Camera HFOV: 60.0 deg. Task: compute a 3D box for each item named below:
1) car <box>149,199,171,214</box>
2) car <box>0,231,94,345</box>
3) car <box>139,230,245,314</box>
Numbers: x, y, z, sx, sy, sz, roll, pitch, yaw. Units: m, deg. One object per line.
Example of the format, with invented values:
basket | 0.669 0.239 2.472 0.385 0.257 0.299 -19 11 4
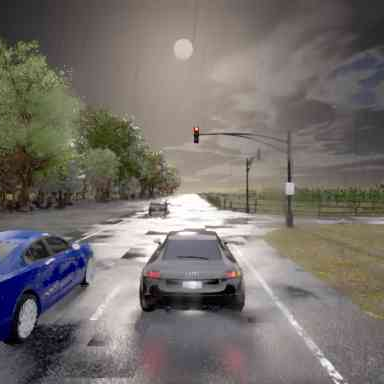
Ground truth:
car | -3.354 1.499 34.657 2.128 1.511 4.902 0 0 0
car | -3.393 1.480 6.409 1.882 1.535 5.008 0 0 0
car | 0.011 1.566 7.725 1.994 1.385 4.181 0 0 0
